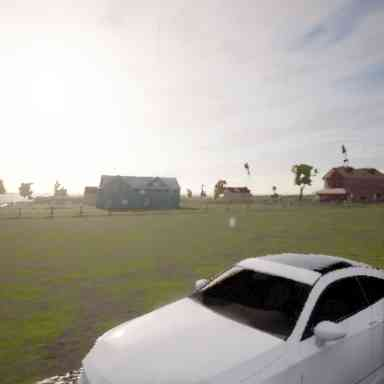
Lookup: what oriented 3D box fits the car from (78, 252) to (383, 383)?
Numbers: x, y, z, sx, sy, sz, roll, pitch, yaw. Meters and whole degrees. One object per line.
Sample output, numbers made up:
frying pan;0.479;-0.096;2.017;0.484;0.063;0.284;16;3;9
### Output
car;1.105;1.531;3.914;4.674;1.442;1.812;0;0;-36
